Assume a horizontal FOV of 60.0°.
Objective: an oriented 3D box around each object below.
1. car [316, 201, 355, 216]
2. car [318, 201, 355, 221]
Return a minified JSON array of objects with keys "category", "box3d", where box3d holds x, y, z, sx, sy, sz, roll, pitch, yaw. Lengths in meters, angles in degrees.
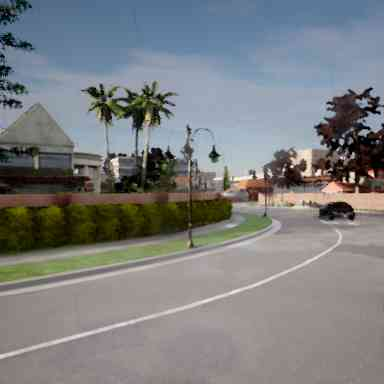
[{"category":"car","box3d":[15.821,1.730,36.930,1.837,1.490,4.892,0,-1,-6]},{"category":"car","box3d":[12.323,1.674,28.674,1.812,1.442,4.674,0,-1,4]}]
